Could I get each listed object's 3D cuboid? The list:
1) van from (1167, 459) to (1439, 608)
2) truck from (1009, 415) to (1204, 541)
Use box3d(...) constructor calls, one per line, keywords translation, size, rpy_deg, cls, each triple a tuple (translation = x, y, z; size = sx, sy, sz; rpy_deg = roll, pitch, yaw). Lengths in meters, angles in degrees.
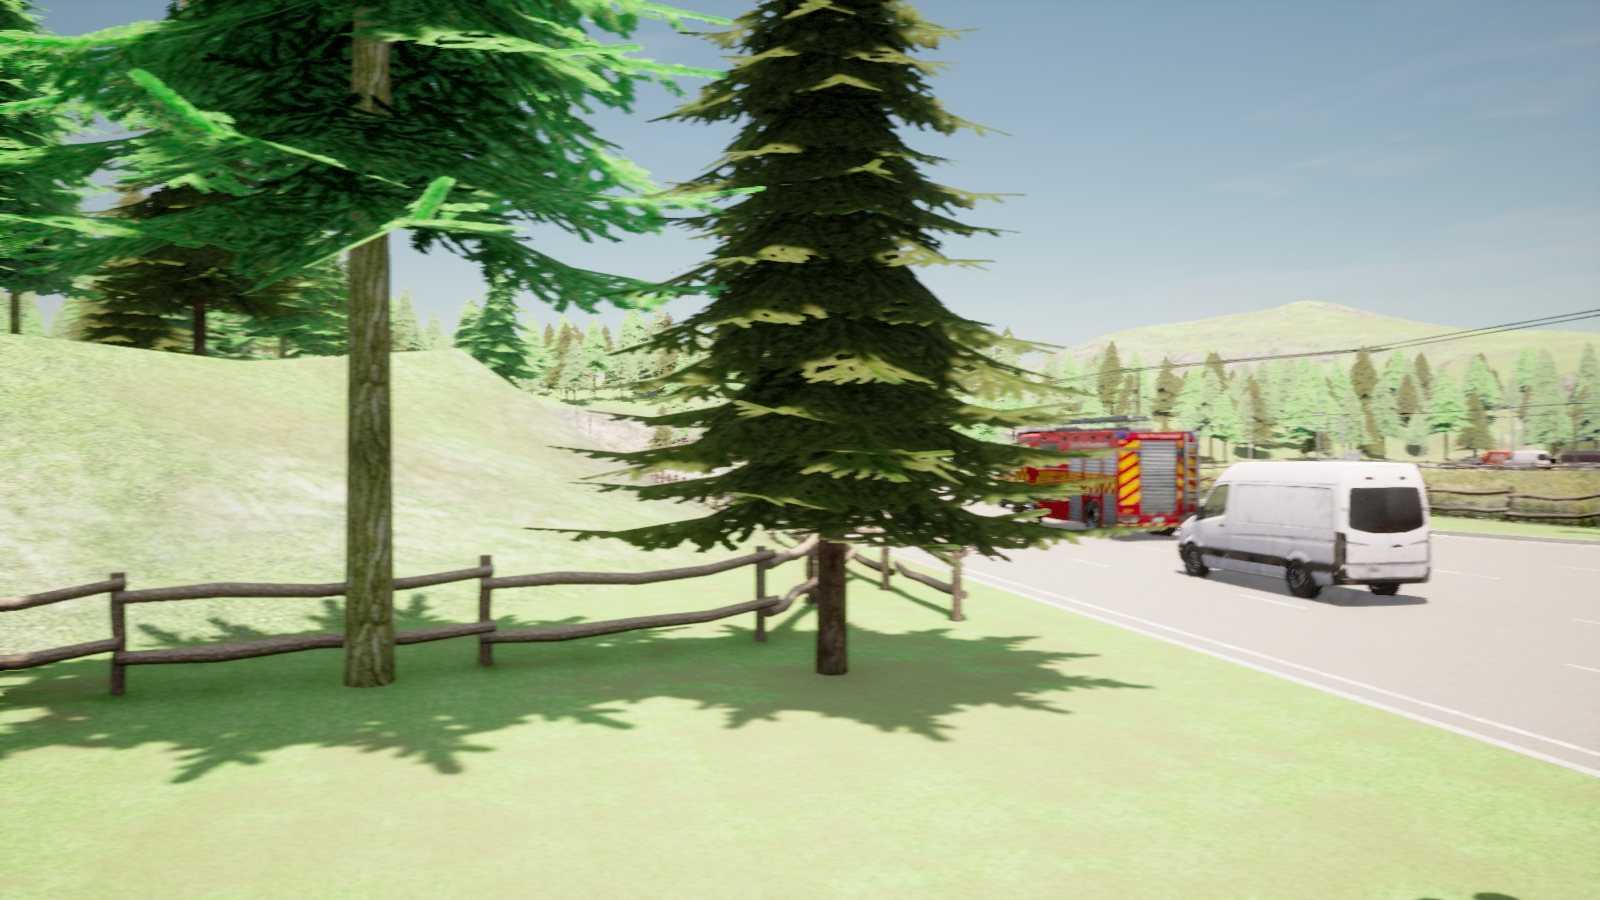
box3d(translation=(9.933, 1.505, 23.284), size=(1.988, 2.561, 5.915), rpy_deg=(0, 0, -12), cls="van")
box3d(translation=(10.143, 0.846, 38.998), size=(2.891, 3.827, 8.468), rpy_deg=(0, 0, -12), cls="truck")
